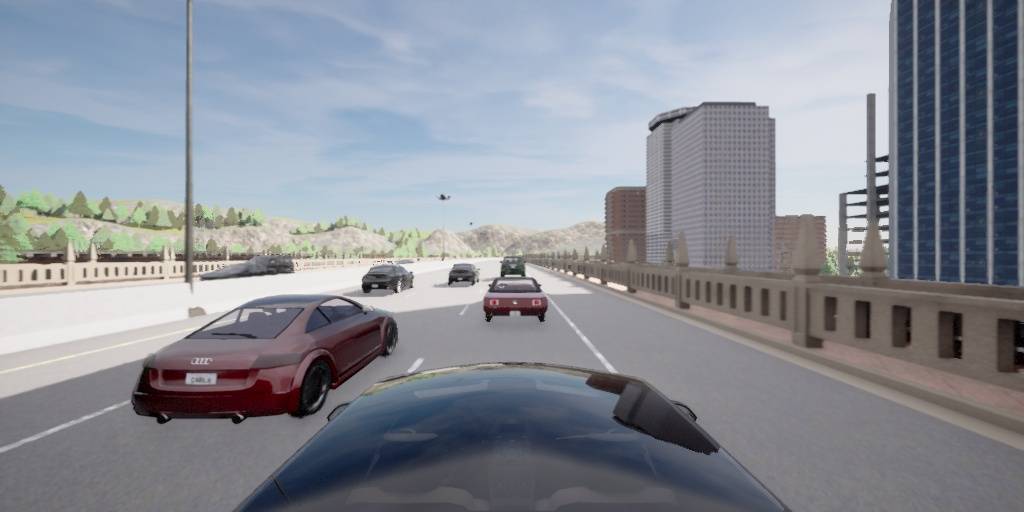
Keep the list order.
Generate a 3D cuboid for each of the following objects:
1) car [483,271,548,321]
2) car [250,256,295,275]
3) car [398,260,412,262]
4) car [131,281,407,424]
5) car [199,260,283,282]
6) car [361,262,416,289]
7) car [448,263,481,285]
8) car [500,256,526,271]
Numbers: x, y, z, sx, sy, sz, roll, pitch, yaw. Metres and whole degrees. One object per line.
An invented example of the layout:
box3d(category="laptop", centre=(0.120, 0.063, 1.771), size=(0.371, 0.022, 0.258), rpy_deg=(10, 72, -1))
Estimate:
box3d(category="car", centre=(0.095, 1.353, 12.424), size=(1.895, 1.301, 4.718), rpy_deg=(0, 0, 0))
box3d(category="car", centre=(-21.090, 0.996, 30.768), size=(2.150, 2.045, 5.566), rpy_deg=(0, 0, 0))
box3d(category="car", centre=(-14.052, 1.276, 46.928), size=(1.882, 1.535, 5.008), rpy_deg=(0, 0, 1))
box3d(category="car", centre=(-3.403, 1.314, 5.930), size=(1.994, 1.385, 4.181), rpy_deg=(0, 0, 0))
box3d(category="car", centre=(-17.601, 1.240, 23.249), size=(1.882, 1.535, 5.008), rpy_deg=(0, 0, 0))
box3d(category="car", centre=(-6.909, 1.265, 20.463), size=(1.837, 1.490, 4.892), rpy_deg=(0, 0, 0))
box3d(category="car", centre=(-3.412, 1.272, 25.995), size=(1.837, 1.490, 4.892), rpy_deg=(0, 0, 0))
box3d(category="car", centre=(0.084, 0.999, 31.966), size=(2.150, 2.045, 5.566), rpy_deg=(0, 0, 0))
